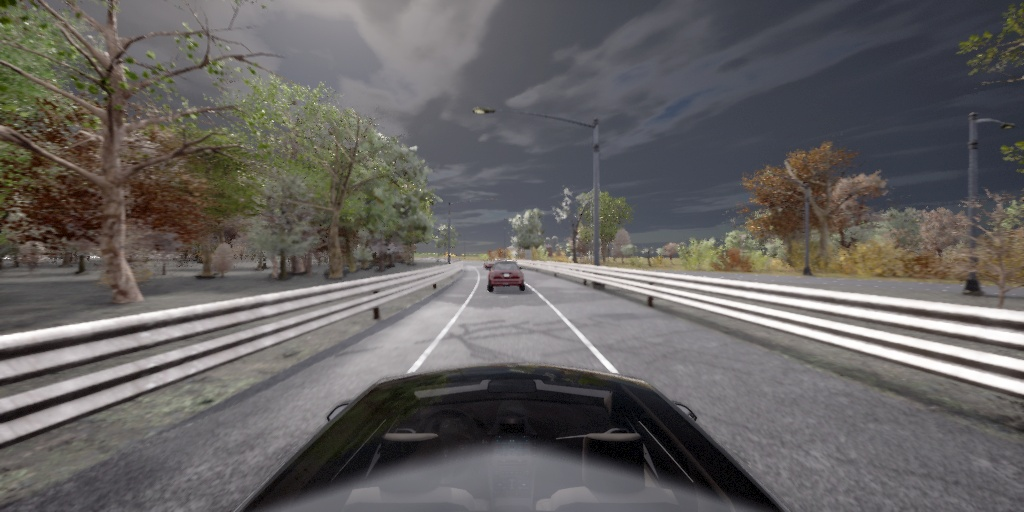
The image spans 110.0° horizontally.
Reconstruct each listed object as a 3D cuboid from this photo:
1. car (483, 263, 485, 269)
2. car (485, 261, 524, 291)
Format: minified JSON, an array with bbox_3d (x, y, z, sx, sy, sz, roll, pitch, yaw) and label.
[{"bbox_3d":[-3.173,1.345,52.420,1.895,1.301,4.718,0,0,-8],"label":"car"},{"bbox_3d":[-0.439,1.113,22.455,2.097,1.767,4.553,0,0,-3],"label":"car"}]
